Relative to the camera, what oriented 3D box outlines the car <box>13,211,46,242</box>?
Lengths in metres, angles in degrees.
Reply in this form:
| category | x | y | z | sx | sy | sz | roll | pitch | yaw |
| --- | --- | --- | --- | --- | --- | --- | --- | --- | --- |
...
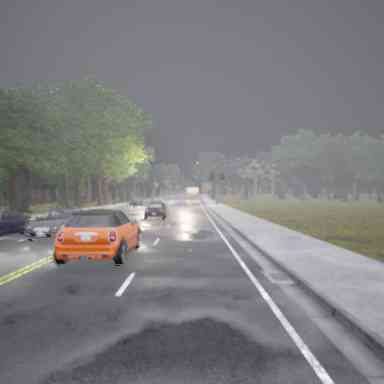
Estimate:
| category | x | y | z | sx | sy | sz | roll | pitch | yaw |
| --- | --- | --- | --- | --- | --- | --- | --- | --- | --- |
| car | -6.622 | 1.569 | 16.961 | 2.128 | 1.511 | 4.902 | 0 | 0 | 0 |

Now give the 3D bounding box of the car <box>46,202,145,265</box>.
| category | x | y | z | sx | sy | sz | roll | pitch | yaw |
| --- | --- | --- | --- | --- | --- | --- | --- | --- | --- |
| car | -3.169 | 1.406 | 12.057 | 2.097 | 1.767 | 4.553 | 0 | 0 | 0 |

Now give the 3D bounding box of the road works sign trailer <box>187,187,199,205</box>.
| category | x | y | z | sx | sy | sz | roll | pitch | yaw |
| --- | --- | --- | --- | --- | --- | --- | --- | --- | --- |
| road works sign trailer | 0.159 | 0.772 | 65.580 | 2.380 | 3.560 | 2.880 | 0 | 0 | 1 |

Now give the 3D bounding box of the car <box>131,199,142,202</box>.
| category | x | y | z | sx | sy | sz | roll | pitch | yaw |
| --- | --- | --- | --- | --- | --- | --- | --- | --- | --- |
| car | -9.684 | 1.844 | 58.438 | 1.994 | 1.385 | 4.181 | 0 | 0 | 1 |

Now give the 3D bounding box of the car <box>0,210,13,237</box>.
| category | x | y | z | sx | sy | sz | roll | pitch | yaw |
| --- | --- | --- | --- | --- | --- | --- | --- | --- | --- |
| car | -9.874 | 1.624 | 16.736 | 2.033 | 1.411 | 5.357 | 0 | 0 | 0 |

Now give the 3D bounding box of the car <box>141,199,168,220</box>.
| category | x | y | z | sx | sy | sz | roll | pitch | yaw |
| --- | --- | --- | --- | --- | --- | --- | --- | --- | --- |
| car | -3.169 | 1.665 | 30.000 | 1.812 | 1.442 | 4.674 | 0 | 0 | 0 |
